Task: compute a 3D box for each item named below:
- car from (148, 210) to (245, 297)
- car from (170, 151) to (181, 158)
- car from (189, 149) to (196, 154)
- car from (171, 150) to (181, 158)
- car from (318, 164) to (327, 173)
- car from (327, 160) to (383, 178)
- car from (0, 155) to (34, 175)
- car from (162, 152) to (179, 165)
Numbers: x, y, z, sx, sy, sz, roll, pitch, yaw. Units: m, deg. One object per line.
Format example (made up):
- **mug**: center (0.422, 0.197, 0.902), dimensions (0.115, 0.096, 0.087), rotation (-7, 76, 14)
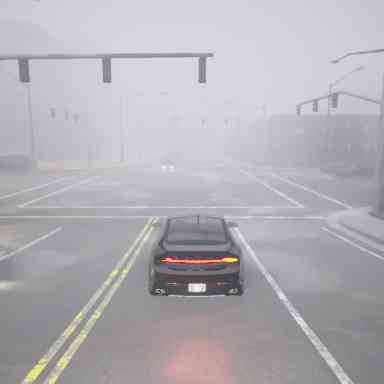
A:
- **car**: center (0.081, 1.201, 8.008), dimensions (1.837, 1.490, 4.892), rotation (0, 4, 0)
- **car**: center (-3.499, -6.644, 60.803), dimensions (2.097, 1.767, 4.553), rotation (0, 9, 0)
- **car**: center (0.102, -10.981, 90.297), dimensions (1.994, 1.385, 4.181), rotation (0, 9, 0)
- **car**: center (-3.420, -8.083, 70.980), dimensions (1.882, 1.535, 5.008), rotation (0, 9, 0)
- **car**: center (16.316, -2.733, 36.274), dimensions (4.902, 1.511, 2.128), rotation (0, 9, 0)
- **car**: center (16.680, -2.145, 32.824), dimensions (5.357, 1.411, 2.033), rotation (0, 9, 2)
- **car**: center (-20.275, -3.017, 36.391), dimensions (5.566, 2.045, 2.150), rotation (0, 9, 0)
- **car**: center (-3.539, -4.888, 50.672), dimensions (2.033, 1.411, 5.357), rotation (0, 9, 0)
